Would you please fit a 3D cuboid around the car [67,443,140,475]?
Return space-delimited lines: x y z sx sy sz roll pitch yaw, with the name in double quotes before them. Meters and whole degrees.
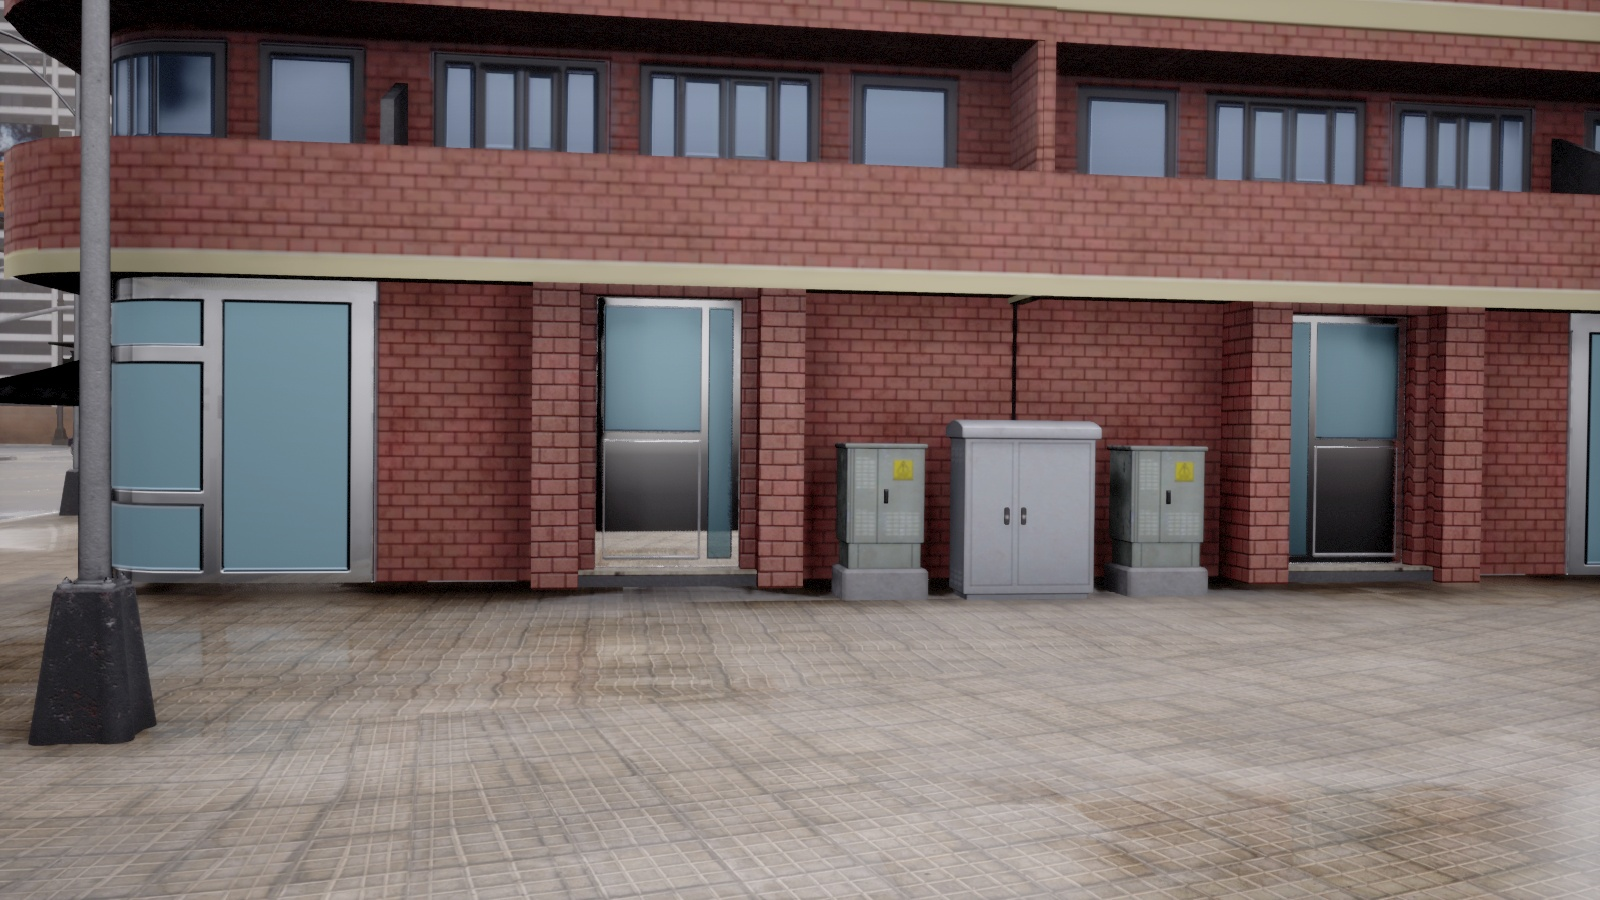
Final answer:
"car" -31.235 0.376 56.250 1.895 1.301 4.718 -1 1 -41
